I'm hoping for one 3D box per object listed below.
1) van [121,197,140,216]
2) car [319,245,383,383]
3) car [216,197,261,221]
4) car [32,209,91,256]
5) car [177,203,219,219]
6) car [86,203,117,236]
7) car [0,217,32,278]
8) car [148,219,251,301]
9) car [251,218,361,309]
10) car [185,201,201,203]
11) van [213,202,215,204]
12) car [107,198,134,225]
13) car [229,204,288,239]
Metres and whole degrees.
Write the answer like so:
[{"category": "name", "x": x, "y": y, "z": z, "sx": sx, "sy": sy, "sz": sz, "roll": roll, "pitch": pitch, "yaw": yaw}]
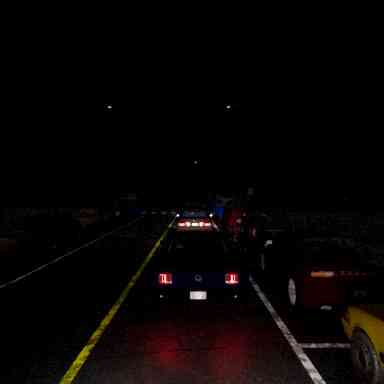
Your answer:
[{"category": "van", "x": -5.706, "y": 1.346, "z": 29.472, "sx": 1.690, "sy": 1.788, "sz": 3.998, "roll": 0, "pitch": 0, "yaw": 0}, {"category": "car", "x": 2.765, "y": 1.525, "z": 2.436, "sx": 1.752, "sy": 1.417, "sz": 4.829, "roll": 0, "pitch": 0, "yaw": 0}, {"category": "car", "x": 2.797, "y": 1.317, "z": 18.579, "sx": 2.192, "sy": 1.841, "sz": 5.009, "roll": 0, "pitch": 0, "yaw": 0}, {"category": "car", "x": -5.739, "y": 1.567, "z": 13.159, "sx": 1.947, "sy": 1.339, "sz": 4.313, "roll": 0, "pitch": 0, "yaw": 0}, {"category": "car", "x": 0.133, "y": 1.549, "z": 17.885, "sx": 2.033, "sy": 1.411, "sz": 5.357, "roll": 0, "pitch": 0, "yaw": 0}, {"category": "car", "x": -5.728, "y": 1.527, "z": 18.427, "sx": 1.752, "sy": 1.417, "sz": 4.829, "roll": 0, "pitch": 0, "yaw": 0}, {"category": "car", "x": -5.750, "y": 1.525, "z": 7.552, "sx": 1.752, "sy": 1.417, "sz": 4.829, "roll": 0, "pitch": 0, "yaw": 0}, {"category": "car", "x": 0.117, "y": 1.601, "z": 8.294, "sx": 1.895, "sy": 1.301, "sz": 4.718, "roll": 0, "pitch": 0, "yaw": 0}, {"category": "car", "x": 2.775, "y": 1.545, "z": 7.704, "sx": 1.887, "sy": 1.381, "sz": 4.507, "roll": 0, "pitch": 0, "yaw": 0}, {"category": "car", "x": 0.053, "y": 1.482, "z": 27.714, "sx": 1.882, "sy": 1.535, "sz": 5.008, "roll": 0, "pitch": 0, "yaw": 0}, {"category": "van", "x": 2.820, "y": 1.346, "z": 29.454, "sx": 1.690, "sy": 1.788, "sz": 3.998, "roll": 0, "pitch": 0, "yaw": 0}, {"category": "car", "x": -5.717, "y": 1.443, "z": 24.034, "sx": 1.967, "sy": 1.590, "sz": 4.097, "roll": 0, "pitch": 0, "yaw": 0}, {"category": "car", "x": 2.786, "y": 1.441, "z": 13.141, "sx": 1.967, "sy": 1.590, "sz": 4.097, "roll": 0, "pitch": 0, "yaw": 0}]
